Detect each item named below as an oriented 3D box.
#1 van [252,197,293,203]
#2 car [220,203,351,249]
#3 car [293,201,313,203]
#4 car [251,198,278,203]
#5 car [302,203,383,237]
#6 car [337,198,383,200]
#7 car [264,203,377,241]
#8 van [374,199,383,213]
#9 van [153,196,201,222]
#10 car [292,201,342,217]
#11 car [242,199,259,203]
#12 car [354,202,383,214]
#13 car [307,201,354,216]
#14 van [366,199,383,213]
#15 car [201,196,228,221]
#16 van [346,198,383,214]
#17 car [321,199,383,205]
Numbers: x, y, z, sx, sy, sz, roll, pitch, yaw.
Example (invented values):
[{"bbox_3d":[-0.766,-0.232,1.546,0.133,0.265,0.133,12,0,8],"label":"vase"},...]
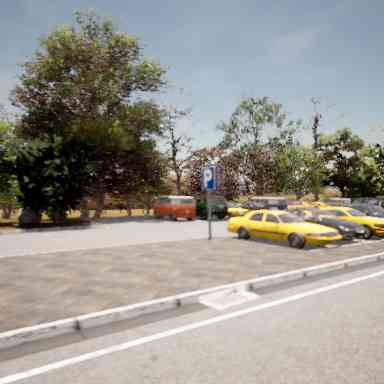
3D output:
[{"bbox_3d":[7.547,1.509,33.850,1.878,1.987,4.442,1,-1,-35],"label":"van"},{"bbox_3d":[3.852,1.503,14.785,1.946,1.575,5.366,1,-1,-35],"label":"car"},{"bbox_3d":[9.887,1.665,35.335,2.185,1.767,4.553,1,-1,-35],"label":"car"},{"bbox_3d":[5.359,1.681,32.139,2.231,1.521,4.892,1,-1,-35],"label":"car"},{"bbox_3d":[8.253,1.577,18.157,2.097,1.535,5.008,1,-1,-35],"label":"car"},{"bbox_3d":[12.795,1.426,21.351,2.435,2.045,5.566,1,-1,-35],"label":"car"},{"bbox_3d":[5.996,1.538,16.547,2.231,1.521,4.892,1,-1,-35],"label":"car"},{"bbox_3d":[30.088,2.122,49.912,1.878,1.987,4.442,3,-1,-35],"label":"van"},{"bbox_3d":[-1.573,1.311,27.352,1.878,1.987,4.442,1,-1,-35],"label":"van"},{"bbox_3d":[14.381,1.900,38.570,2.097,1.535,5.008,1,-1,-35],"label":"car"},{"bbox_3d":[3.209,1.624,30.388,1.946,1.575,5.366,1,-1,-35],"label":"car"},{"bbox_3d":[25.652,2.176,46.614,2.097,1.535,5.008,1,-1,-35],"label":"car"},{"bbox_3d":[16.637,1.957,40.177,2.231,1.521,4.892,1,-1,-35],"label":"car"},{"bbox_3d":[27.861,2.018,48.038,1.878,1.987,4.442,2,-1,-35],"label":"van"},{"bbox_3d":[0.835,1.326,28.958,2.435,2.045,5.566,1,-1,-35],"label":"car"},{"bbox_3d":[23.471,1.895,44.910,1.878,1.987,4.442,1,-1,-35],"label":"van"},{"bbox_3d":[10.501,1.499,19.789,2.185,1.767,4.553,1,-1,-35],"label":"car"}]
